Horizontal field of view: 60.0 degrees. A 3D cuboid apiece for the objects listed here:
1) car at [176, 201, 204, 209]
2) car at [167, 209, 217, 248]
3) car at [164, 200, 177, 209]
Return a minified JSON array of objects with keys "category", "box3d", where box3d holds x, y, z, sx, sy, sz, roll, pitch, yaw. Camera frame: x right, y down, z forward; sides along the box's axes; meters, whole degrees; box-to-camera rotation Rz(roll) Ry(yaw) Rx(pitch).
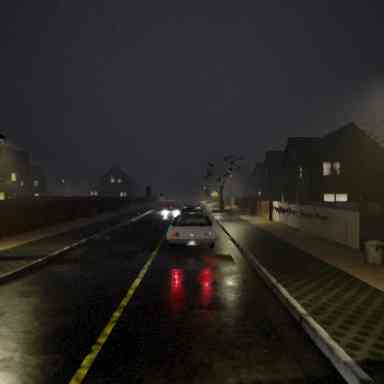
[{"category":"car","box3d":[0.000,1.517,29.662,2.128,1.511,4.902,0,0,0]},{"category":"car","box3d":[0.000,1.624,14.685,1.895,1.301,4.718,0,0,0]},{"category":"car","box3d":[-2.750,1.706,45.636,1.895,1.301,4.718,0,0,0]}]
